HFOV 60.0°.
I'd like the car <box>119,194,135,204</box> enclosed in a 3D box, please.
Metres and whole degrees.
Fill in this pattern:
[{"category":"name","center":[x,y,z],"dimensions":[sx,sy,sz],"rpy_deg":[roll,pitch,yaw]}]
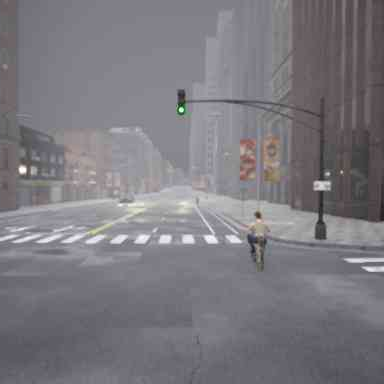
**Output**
[{"category":"car","center":[-11.149,1.099,57.406],"dimensions":[2.097,1.767,4.553],"rpy_deg":[0,0,-1]}]

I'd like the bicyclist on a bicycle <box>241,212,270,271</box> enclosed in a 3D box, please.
[{"category":"bicyclist on a bicycle","center":[1.898,1.378,9.654],"dimensions":[0.866,1.612,1.509],"rpy_deg":[0,1,-1]}]

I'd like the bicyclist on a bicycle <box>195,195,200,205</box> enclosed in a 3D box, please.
[{"category":"bicyclist on a bicycle","center":[0.863,1.267,53.965],"dimensions":[0.866,1.612,1.509],"rpy_deg":[0,0,-1]}]
